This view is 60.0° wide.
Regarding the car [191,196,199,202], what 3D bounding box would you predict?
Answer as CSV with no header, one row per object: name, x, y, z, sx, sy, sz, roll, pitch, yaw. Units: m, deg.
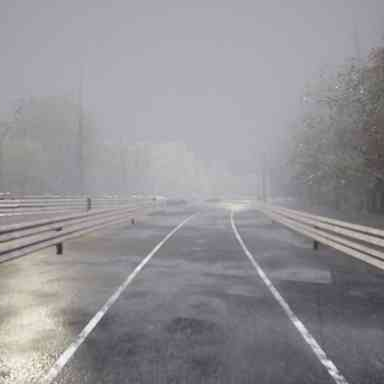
car,0.016,1.695,77.756,2.033,1.411,5.357,0,-1,21

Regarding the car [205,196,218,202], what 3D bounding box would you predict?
car,4.723,1.768,80.229,1.994,1.385,4.181,0,-1,21

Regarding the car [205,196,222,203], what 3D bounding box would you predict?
car,4.881,1.648,70.918,1.812,1.442,4.674,0,-1,21

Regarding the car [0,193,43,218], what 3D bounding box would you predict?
car,-13.205,0.877,24.518,2.097,1.767,4.553,0,-1,22

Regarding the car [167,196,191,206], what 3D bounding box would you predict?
car,-2.333,1.441,52.227,1.812,1.442,4.674,1,-1,21
